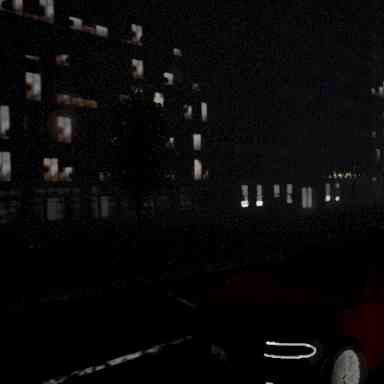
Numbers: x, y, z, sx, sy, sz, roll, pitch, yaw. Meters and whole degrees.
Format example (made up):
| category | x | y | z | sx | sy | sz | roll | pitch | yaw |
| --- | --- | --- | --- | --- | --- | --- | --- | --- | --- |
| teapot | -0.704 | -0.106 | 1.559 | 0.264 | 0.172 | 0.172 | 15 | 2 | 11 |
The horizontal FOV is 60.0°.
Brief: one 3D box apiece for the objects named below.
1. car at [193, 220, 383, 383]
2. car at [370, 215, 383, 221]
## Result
| category | x | y | z | sx | sy | sz | roll | pitch | yaw |
| --- | --- | --- | --- | --- | --- | --- | --- | --- | --- |
| car | 2.319 | 1.445 | 5.036 | 5.008 | 1.535 | 1.882 | 0 | 0 | -36 |
| car | 7.044 | 1.468 | 11.607 | 4.403 | 1.369 | 2.008 | 0 | -1 | -36 |
